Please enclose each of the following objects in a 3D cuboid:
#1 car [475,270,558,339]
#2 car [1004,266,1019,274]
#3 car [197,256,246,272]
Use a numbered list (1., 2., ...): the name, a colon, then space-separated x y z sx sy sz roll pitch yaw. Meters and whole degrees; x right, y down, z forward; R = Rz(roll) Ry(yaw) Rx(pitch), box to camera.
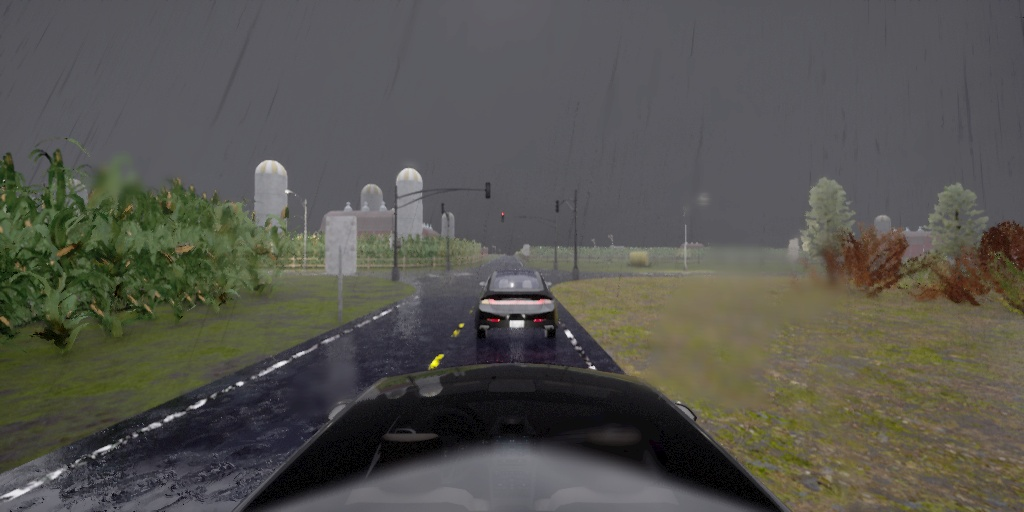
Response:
1. car: 0.099 1.124 9.653 2.128 1.511 4.902 0 1 0
2. car: 48.659 1.237 33.522 4.674 1.442 1.812 1 0 -5
3. car: -23.937 0.618 28.567 4.902 1.511 2.128 0 0 -3
